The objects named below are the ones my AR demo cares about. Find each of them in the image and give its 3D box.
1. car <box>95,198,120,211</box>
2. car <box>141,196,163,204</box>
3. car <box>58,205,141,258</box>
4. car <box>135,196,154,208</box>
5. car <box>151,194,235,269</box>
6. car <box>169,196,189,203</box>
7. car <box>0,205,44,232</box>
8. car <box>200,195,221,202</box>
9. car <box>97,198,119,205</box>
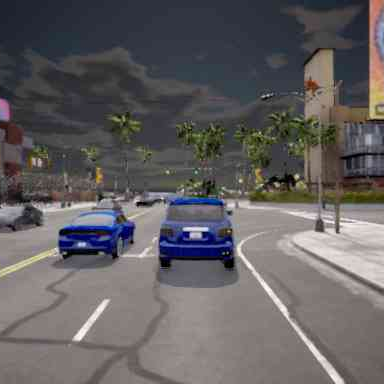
[{"bbox_3d":[-10.472,1.492,41.706,1.812,1.442,4.674,0,0,2],"label":"car"},{"bbox_3d":[-7.380,1.498,62.140,2.033,1.411,5.357,0,0,19],"label":"car"},{"bbox_3d":[-3.412,1.467,12.779,1.882,1.535,5.008,0,0,0],"label":"car"},{"bbox_3d":[-6.810,1.562,47.940,1.895,1.301,4.718,0,0,4],"label":"car"},{"bbox_3d":[0.234,1.212,11.296,2.150,2.045,5.566,0,0,3],"label":"car"},{"bbox_3d":[-2.719,1.538,71.355,1.895,1.301,4.718,0,0,33],"label":"car"},{"bbox_3d":[-10.609,1.510,20.121,1.812,1.442,4.674,0,0,0],"label":"car"},{"bbox_3d":[4.109,1.465,74.493,2.128,1.511,4.902,0,0,40],"label":"car"},{"bbox_3d":[-7.111,1.525,27.970,2.033,1.411,5.357,0,0,0],"label":"car"}]
